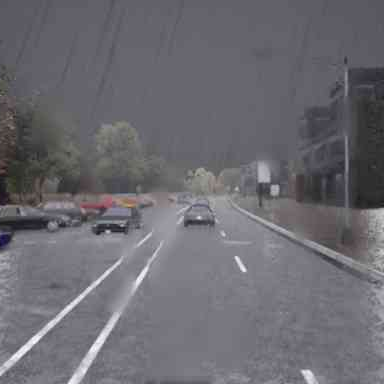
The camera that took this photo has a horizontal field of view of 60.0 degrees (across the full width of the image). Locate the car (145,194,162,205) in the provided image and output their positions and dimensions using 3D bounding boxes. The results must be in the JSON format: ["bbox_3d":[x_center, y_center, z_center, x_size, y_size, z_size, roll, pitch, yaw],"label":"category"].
[{"bbox_3d":[-7.797,1.481,50.907,5.366,1.575,1.946,-1,0,-16],"label":"car"}]

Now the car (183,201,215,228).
[{"bbox_3d":[0.500,1.527,22.138,1.994,1.385,4.181,0,0,2],"label":"car"}]

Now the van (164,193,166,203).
[{"bbox_3d":[-7.287,1.258,56.847,4.442,1.987,1.878,-1,0,-16],"label":"van"}]

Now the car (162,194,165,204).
[{"bbox_3d":[-7.395,1.482,53.919,5.008,1.535,2.097,-1,0,-16],"label":"car"}]

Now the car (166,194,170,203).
[{"bbox_3d":[-6.933,1.520,59.846,4.674,1.452,2.002,-1,0,-15],"label":"car"}]

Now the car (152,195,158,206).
[{"bbox_3d":[-7.812,1.518,47.993,4.674,1.452,2.002,-1,0,-16],"label":"car"}]

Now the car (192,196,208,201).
[{"bbox_3d":[1.270,1.519,39.776,2.033,1.411,5.357,0,0,3],"label":"car"}]

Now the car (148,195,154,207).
[{"bbox_3d":[-7.988,1.514,45.051,4.674,1.452,2.002,0,-1,-16],"label":"car"}]

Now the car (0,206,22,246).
[{"bbox_3d":[-9.314,1.490,12.430,4.792,1.488,2.163,-1,0,-19],"label":"car"}]

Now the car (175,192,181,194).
[{"bbox_3d":[-5.676,1.451,71.731,5.366,1.575,1.946,-1,0,-14],"label":"car"}]

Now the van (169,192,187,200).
[{"bbox_3d":[-3.891,1.124,92.283,4.442,1.987,1.878,-1,1,-14],"label":"van"}]

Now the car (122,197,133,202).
[{"bbox_3d":[-8.663,1.497,33.205,4.674,1.452,2.002,-1,0,-18],"label":"car"}]

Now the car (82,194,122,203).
[{"bbox_3d":[-8.947,1.203,27.256,5.566,2.045,2.435,-1,0,-18],"label":"car"}]

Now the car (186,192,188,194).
[{"bbox_3d":[-4.379,1.387,86.434,5.008,1.535,2.097,-1,0,-14],"label":"car"}]

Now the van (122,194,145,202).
[{"bbox_3d":[-8.252,1.237,39.176,4.442,1.987,1.878,-1,0,-17],"label":"van"}]

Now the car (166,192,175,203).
[{"bbox_3d":[-6.388,1.345,65.772,4.553,1.767,2.185,-1,0,-15],"label":"car"}]

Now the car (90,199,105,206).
[{"bbox_3d":[-9.029,1.493,24.303,4.674,1.452,2.002,-1,0,-18],"label":"car"}]

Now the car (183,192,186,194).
[{"bbox_3d":[-4.699,1.279,83.476,4.553,1.767,2.185,-1,0,-14],"label":"car"}]

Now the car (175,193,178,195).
[{"bbox_3d":[-6.148,1.466,68.726,4.892,1.521,2.231,-1,0,-15],"label":"car"}]

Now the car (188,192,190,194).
[{"bbox_3d":[-4.107,1.117,89.364,5.566,2.045,2.435,-1,1,-14],"label":"car"}]

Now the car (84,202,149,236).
[{"bbox_3d":[-3.967,1.514,18.602,2.033,1.411,5.357,0,0,2],"label":"car"}]

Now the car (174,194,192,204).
[{"bbox_3d":[-1.532,1.586,61.017,1.895,1.301,4.718,0,0,5],"label":"car"}]

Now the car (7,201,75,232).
[{"bbox_3d":[-9.218,1.456,18.364,4.892,1.521,2.231,-1,0,-19],"label":"car"}]

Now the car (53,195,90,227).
[{"bbox_3d":[-9.093,1.328,21.336,4.553,1.767,2.185,-1,0,-18],"label":"car"}]

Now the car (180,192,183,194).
[{"bbox_3d":[-5.289,1.463,77.578,4.792,1.488,2.163,-1,0,-14],"label":"car"}]

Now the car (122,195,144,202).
[{"bbox_3d":[-8.339,1.455,36.228,5.366,1.575,1.946,-1,0,-17],"label":"car"}]

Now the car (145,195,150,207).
[{"bbox_3d":[-8.188,1.509,42.103,4.674,1.452,2.002,-1,0,-17],"label":"car"}]
